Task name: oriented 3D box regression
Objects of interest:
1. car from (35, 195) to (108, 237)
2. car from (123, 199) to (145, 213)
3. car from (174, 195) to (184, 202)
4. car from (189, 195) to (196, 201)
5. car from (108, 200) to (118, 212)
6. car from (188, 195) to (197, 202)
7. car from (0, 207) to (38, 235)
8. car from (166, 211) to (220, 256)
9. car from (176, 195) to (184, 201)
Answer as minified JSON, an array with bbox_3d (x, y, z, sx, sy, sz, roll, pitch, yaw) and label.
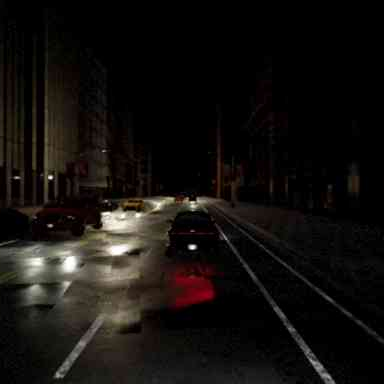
[{"bbox_3d":[-6.538,1.212,18.165,2.150,2.045,5.566,0,0,1],"label":"car"},{"bbox_3d":[-6.450,1.490,37.403,1.882,1.535,5.008,0,0,0],"label":"car"},{"bbox_3d":[-3.120,1.576,77.095,1.882,1.535,5.008,0,0,0],"label":"car"},{"bbox_3d":[0.149,1.505,87.509,1.812,1.442,4.674,0,0,0],"label":"car"},{"bbox_3d":[-9.698,1.569,37.744,1.994,1.385,4.181,0,0,0],"label":"car"},{"bbox_3d":[0.130,1.584,77.090,1.882,1.535,5.008,0,0,0],"label":"car"},{"bbox_3d":[-9.800,1.506,16.492,1.812,1.442,4.674,0,0,0],"label":"car"},{"bbox_3d":[0.021,1.508,13.042,1.837,1.490,4.892,0,0,0],"label":"car"},{"bbox_3d":[-3.102,1.499,87.514,2.128,1.511,4.902,0,0,0],"label":"car"}]
